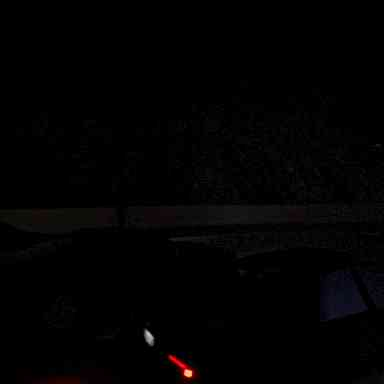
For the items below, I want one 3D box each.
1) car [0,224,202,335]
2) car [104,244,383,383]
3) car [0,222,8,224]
[{"bbox_3d":[-1.316,1.429,6.649,5.008,1.535,1.882,0,0,-32],"label":"car"},{"bbox_3d":[1.769,1.525,4.565,5.357,1.411,2.033,0,0,-28],"label":"car"},{"bbox_3d":[-5.421,1.468,8.549,5.357,1.411,2.033,0,0,-32],"label":"car"}]
